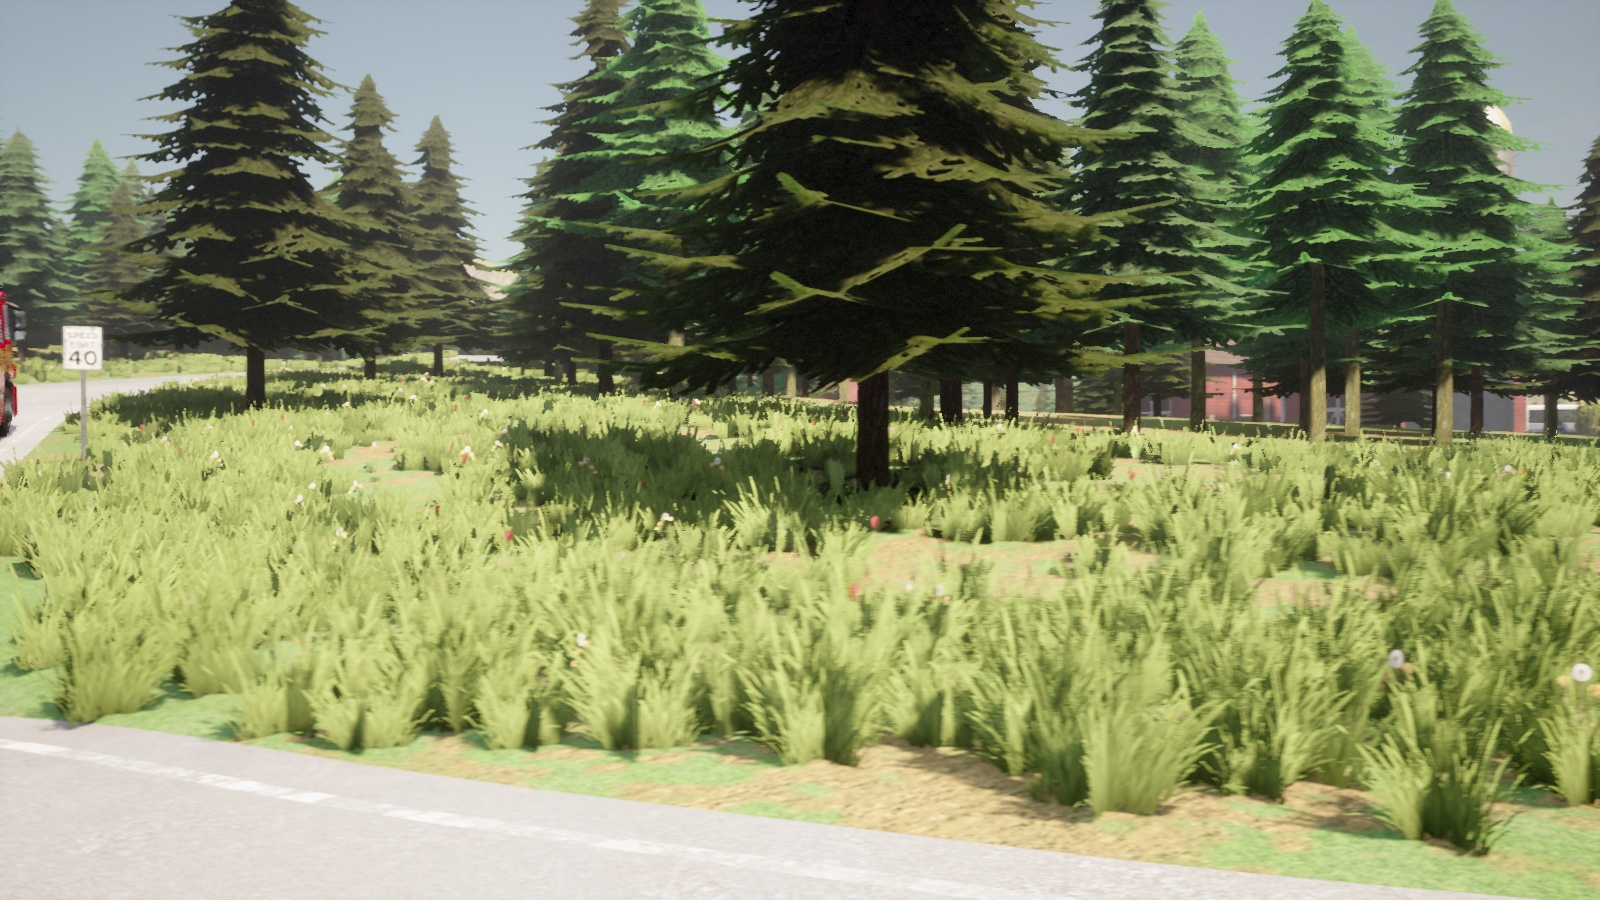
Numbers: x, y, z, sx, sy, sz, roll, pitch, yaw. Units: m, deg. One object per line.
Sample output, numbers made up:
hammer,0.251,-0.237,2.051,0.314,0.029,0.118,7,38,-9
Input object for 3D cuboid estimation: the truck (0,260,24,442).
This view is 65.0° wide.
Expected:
truck,-18.291,-2.117,26.072,2.891,3.827,8.468,0,6,-26
